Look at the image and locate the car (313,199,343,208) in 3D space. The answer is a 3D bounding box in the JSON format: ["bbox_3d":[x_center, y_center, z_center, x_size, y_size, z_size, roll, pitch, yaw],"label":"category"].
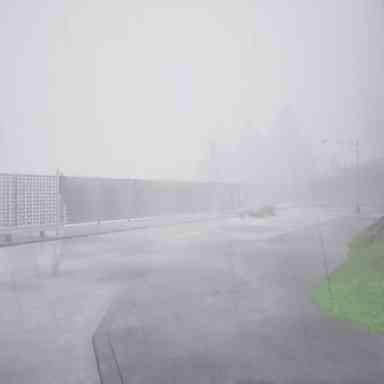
[{"bbox_3d":[19.244,1.602,47.016,4.718,1.301,1.895,0,0,-37],"label":"car"}]

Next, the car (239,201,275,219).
[{"bbox_3d":[5.840,1.526,29.258,1.812,1.442,4.674,0,0,36],"label":"car"}]
